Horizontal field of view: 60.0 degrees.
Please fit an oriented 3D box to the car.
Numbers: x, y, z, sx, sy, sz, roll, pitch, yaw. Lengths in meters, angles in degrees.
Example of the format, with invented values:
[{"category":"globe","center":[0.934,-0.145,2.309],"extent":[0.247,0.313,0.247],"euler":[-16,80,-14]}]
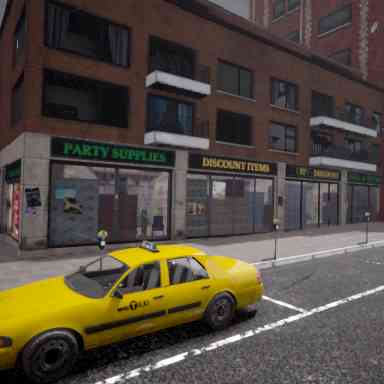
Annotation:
[{"category":"car","center":[-0.940,1.527,5.401],"extent":[4.829,1.417,1.752],"euler":[0,2,-35]}]
